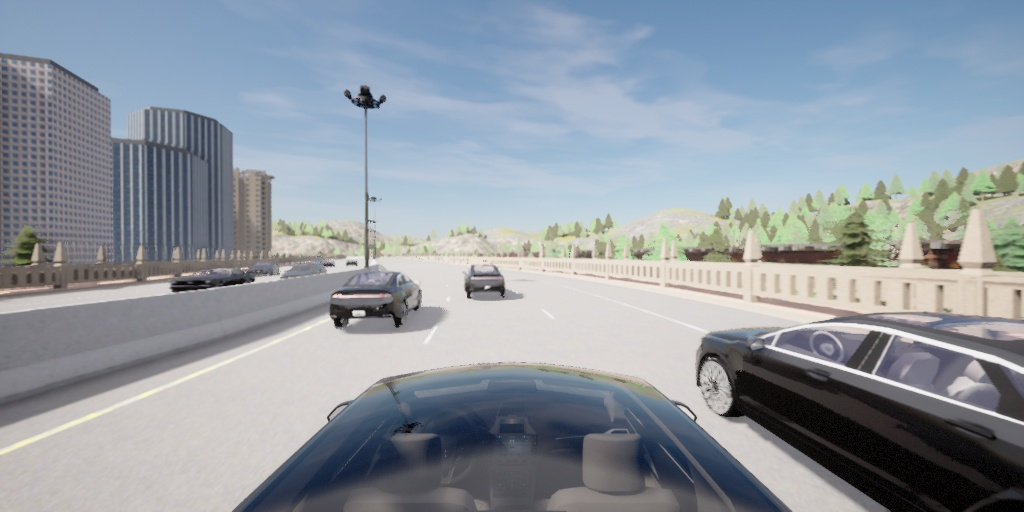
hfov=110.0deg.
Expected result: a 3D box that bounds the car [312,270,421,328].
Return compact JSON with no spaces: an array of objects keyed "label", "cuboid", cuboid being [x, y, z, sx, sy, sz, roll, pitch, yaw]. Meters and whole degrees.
[{"label":"car","cuboid":[-4.085,1.218,11.405,2.128,1.511,4.902,0,0,-6]}]

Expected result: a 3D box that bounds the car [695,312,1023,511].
[{"label":"car","cuboid":[3.429,1.219,2.967,2.128,1.511,4.902,0,0,-1]}]

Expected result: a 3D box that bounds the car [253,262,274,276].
[{"label":"car","cuboid":[-24.963,1.283,36.173,1.994,1.385,4.181,0,0,-21]}]

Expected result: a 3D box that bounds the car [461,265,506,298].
[{"label":"car","cuboid":[-1.481,1.174,18.169,2.128,1.511,4.902,0,0,-9]}]

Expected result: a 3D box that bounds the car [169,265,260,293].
[{"label":"car","cuboid":[-16.112,1.351,19.592,1.895,1.301,4.718,0,0,-12]}]

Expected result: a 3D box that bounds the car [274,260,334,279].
[{"label":"car","cuboid":[-13.510,1.223,23.638,1.837,1.490,4.892,0,0,-14]}]
